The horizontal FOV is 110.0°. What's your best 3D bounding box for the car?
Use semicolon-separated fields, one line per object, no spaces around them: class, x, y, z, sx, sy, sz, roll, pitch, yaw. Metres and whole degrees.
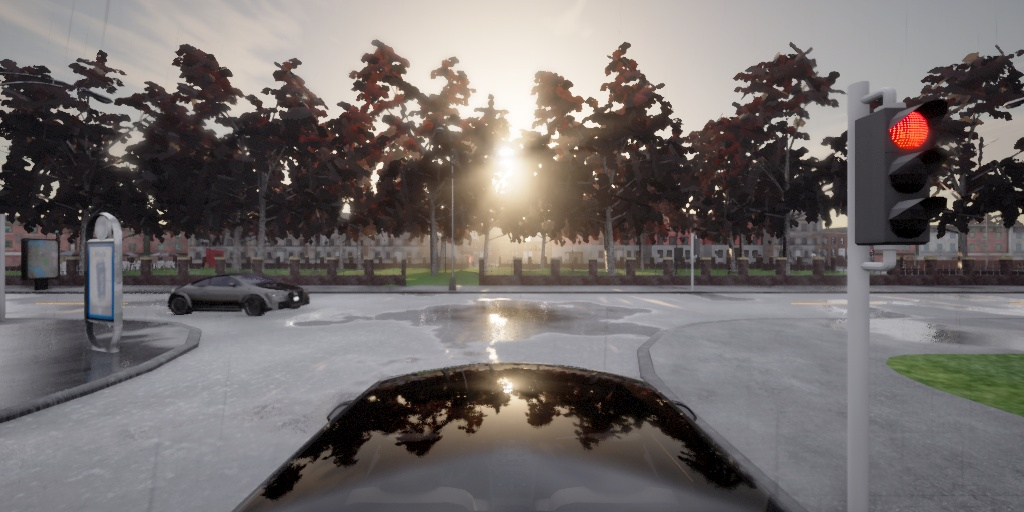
car;-9.538;1.314;12.687;4.181;1.385;1.994;0;0;4

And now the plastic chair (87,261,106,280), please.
plastic chair;-38.197;1.296;32.962;0.730;1.272;0.750;0;0;-40

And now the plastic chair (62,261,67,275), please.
plastic chair;-38.292;1.306;31.256;0.750;1.272;0.730;0;0;-35

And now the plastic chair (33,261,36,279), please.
plastic chair;-44.624;1.295;34.121;0.730;1.272;0.750;0;0;-41

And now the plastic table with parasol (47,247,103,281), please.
plastic table with parasol;-39.195;0.694;32.229;2.482;2.480;2.482;0;0;-40

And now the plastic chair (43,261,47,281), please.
plastic chair;-40.225;1.293;31.484;0.730;1.272;0.750;0;0;-40

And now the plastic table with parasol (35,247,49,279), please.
plastic table with parasol;-43.616;0.620;34.871;2.482;2.480;2.482;0;0;-39
